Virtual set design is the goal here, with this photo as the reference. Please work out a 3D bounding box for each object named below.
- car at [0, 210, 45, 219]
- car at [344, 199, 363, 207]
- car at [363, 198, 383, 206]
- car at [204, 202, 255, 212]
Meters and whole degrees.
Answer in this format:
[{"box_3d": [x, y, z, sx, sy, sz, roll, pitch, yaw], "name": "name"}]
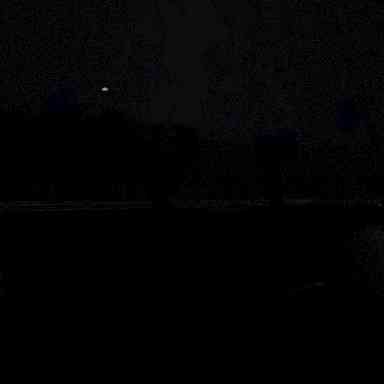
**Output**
[{"box_3d": [-8.545, 1.557, 15.095, 5.357, 1.411, 2.033, 0, 0, -36], "name": "car"}, {"box_3d": [26.028, 1.832, 52.604, 5.008, 1.535, 1.882, 1, 0, -35], "name": "car"}, {"box_3d": [28.206, 1.708, 49.869, 4.553, 1.767, 2.097, 1, 0, -35], "name": "car"}, {"box_3d": [3.142, 1.604, 27.708, 4.892, 1.490, 1.837, 1, -1, -35], "name": "car"}]
